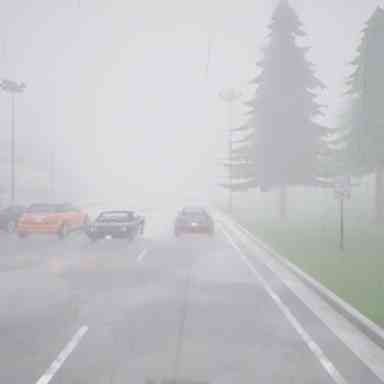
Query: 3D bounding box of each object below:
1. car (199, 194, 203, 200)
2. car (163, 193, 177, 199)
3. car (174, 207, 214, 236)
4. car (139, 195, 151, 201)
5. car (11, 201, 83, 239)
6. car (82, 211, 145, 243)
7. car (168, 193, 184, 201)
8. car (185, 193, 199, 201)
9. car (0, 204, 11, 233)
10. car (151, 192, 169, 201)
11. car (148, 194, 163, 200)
[{"bbox_3d":[1.478,1.158,82.841,1.994,1.385,4.181,0,0,17],"label":"car"},{"bbox_3d":[-5.551,0.979,83.678,1.882,1.535,5.008,0,0,17],"label":"car"},{"bbox_3d":[0.098,1.489,17.829,1.994,1.385,4.181,0,0,0],"label":"car"},{"bbox_3d":[-10.469,1.241,74.060,1.994,1.385,4.181,0,0,2],"label":"car"},{"bbox_3d":[-6.902,1.280,17.084,2.097,1.767,4.553,0,0,0],"label":"car"},{"bbox_3d":[-3.401,1.534,15.777,1.895,1.301,4.718,0,0,0],"label":"car"},{"bbox_3d":[-3.487,1.216,72.980,1.812,1.442,4.674,0,0,2],"label":"car"},{"bbox_3d":[0.014,1.287,72.975,1.895,1.301,4.718,0,0,2],"label":"car"},{"bbox_3d":[-10.402,1.398,18.904,1.882,1.535,5.008,0,0,0],"label":"car"},{"bbox_3d":[-6.980,0.915,73.349,2.150,2.045,5.566,0,0,2],"label":"car"},{"bbox_3d":[-9.139,1.183,83.727,2.033,1.411,5.357,0,0,17],"label":"car"}]
